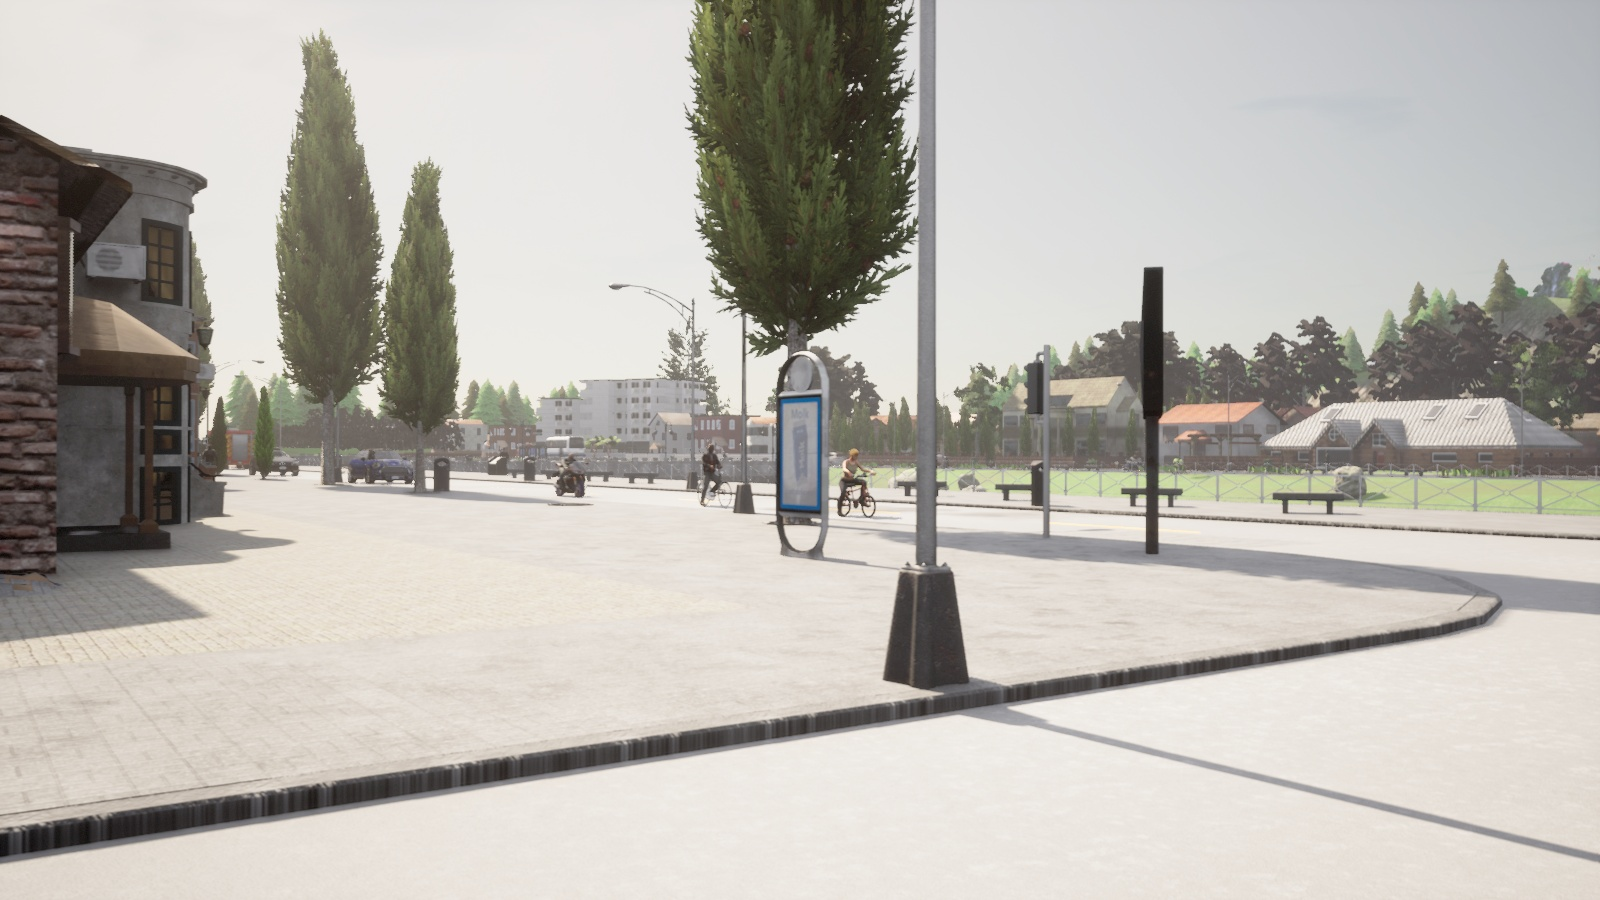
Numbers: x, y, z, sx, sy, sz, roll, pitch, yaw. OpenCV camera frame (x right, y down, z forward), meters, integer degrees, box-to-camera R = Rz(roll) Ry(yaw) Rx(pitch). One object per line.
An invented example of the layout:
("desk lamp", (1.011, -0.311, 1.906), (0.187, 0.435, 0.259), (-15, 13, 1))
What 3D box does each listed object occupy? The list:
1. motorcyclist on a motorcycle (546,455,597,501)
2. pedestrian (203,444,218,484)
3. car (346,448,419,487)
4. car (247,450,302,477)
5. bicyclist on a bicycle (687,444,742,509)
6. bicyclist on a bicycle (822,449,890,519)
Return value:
("motorcyclist on a motorcycle", (-7.791, 0.927, 42.736), (0.866, 1.530, 2.191), (0, 0, -35))
("pedestrian", (-27.860, 0.677, 59.353), (0.563, 1.883, 0.849), (0, 0, -17))
("car", (-20.120, 0.819, 60.426), (2.097, 1.767, 4.553), (0, 0, -35))
("car", (-33.146, 0.813, 79.117), (2.152, 1.651, 5.027), (0, 0, -35))
("bicyclist on a bicycle", (-2.388, 0.731, 34.984), (0.659, 1.776, 1.843), (0, -1, -35))
("bicyclist on a bicycle", (1.320, 0.777, 29.662), (0.866, 1.612, 1.509), (0, 0, -35))
